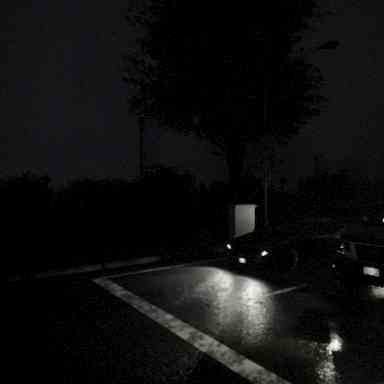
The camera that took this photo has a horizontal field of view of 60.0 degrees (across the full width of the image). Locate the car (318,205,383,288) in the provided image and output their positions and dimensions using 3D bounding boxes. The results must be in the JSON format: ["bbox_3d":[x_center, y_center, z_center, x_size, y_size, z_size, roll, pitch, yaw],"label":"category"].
[{"bbox_3d":[5.736,1.186,8.108,5.566,2.045,2.150,0,0,-36],"label":"car"}]

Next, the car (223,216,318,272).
[{"bbox_3d":[3.569,1.513,10.839,5.357,1.411,2.033,0,0,-35],"label":"car"}]

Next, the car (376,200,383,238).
[{"bbox_3d":[11.236,1.272,16.335,4.553,1.767,2.097,0,0,-36],"label":"car"}]
